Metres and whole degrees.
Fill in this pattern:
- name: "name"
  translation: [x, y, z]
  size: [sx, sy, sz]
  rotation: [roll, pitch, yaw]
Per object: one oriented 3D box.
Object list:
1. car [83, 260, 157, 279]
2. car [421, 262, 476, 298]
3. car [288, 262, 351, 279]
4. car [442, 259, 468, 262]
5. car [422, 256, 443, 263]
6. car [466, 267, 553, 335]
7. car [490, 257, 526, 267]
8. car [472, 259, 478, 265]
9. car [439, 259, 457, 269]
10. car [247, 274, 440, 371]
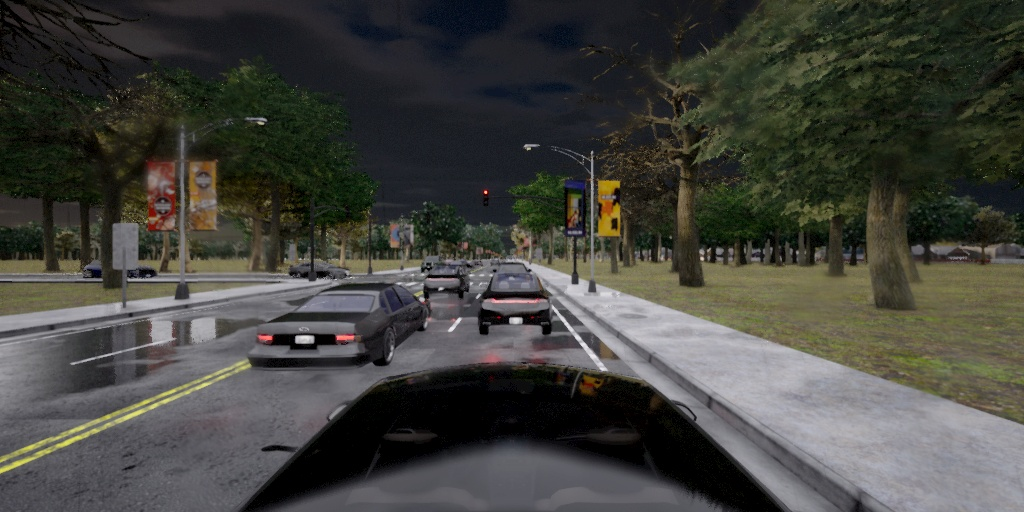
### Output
- name: "car"
  translation: [-32.546, 1.063, 29.890]
  size: [4.553, 1.767, 2.097]
  rotation: [0, 0, 0]
- name: "car"
  translation: [-3.183, 1.238, 18.105]
  size: [2.128, 1.511, 4.902]
  rotation: [0, 0, -2]
- name: "car"
  translation: [-15.781, 1.223, 29.529]
  size: [4.902, 1.511, 2.128]
  rotation: [0, 0, 7]
- name: "car"
  translation: [-6.714, 1.295, 43.724]
  size: [2.033, 1.411, 5.357]
  rotation: [0, 0, 0]
- name: "car"
  translation: [-9.955, 0.970, 45.509]
  size: [2.150, 2.045, 5.566]
  rotation: [0, 0, 0]
- name: "car"
  translation: [0.078, 1.239, 10.472]
  size: [2.128, 1.511, 4.902]
  rotation: [0, 0, 0]
- name: "car"
  translation: [0.015, 1.098, 19.446]
  size: [2.097, 1.767, 4.553]
  rotation: [0, 0, 0]
- name: "car"
  translation: [-6.737, 1.353, 53.993]
  size: [1.895, 1.301, 4.718]
  rotation: [0, 0, 0]
- name: "car"
  translation: [-9.989, 1.231, 56.527]
  size: [1.882, 1.535, 5.008]
  rotation: [0, 0, 0]
- name: "car"
  translation: [-3.154, 1.296, 7.871]
  size: [2.033, 1.411, 5.357]
  rotation: [0, 0, -1]
